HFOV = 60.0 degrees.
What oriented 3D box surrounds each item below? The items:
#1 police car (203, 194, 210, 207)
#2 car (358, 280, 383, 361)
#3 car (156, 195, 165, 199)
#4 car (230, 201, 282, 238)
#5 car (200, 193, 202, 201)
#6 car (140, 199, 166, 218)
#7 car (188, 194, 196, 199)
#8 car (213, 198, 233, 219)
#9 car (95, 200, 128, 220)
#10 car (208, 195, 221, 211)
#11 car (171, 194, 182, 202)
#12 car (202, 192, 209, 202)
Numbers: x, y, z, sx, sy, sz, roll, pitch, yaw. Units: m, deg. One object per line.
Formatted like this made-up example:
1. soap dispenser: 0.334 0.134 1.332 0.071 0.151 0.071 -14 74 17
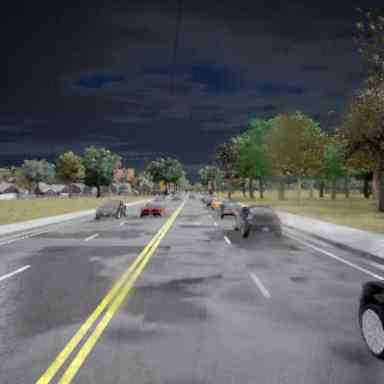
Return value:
1. police car: 3.246 1.412 50.697 2.038 1.542 4.974 0 0 0
2. car: 3.349 1.467 2.854 1.882 1.535 5.008 0 0 0
3. car: -6.506 1.411 68.739 1.812 1.442 4.674 0 0 0
4. car: 3.349 1.455 17.492 1.837 1.490 4.892 0 0 0
5. car: 3.244 1.454 72.700 1.994 1.385 4.181 0 0 0
6. car: -3.351 1.533 29.145 1.895 1.301 4.718 0 0 0
7. car: -0.008 1.248 92.256 2.128 1.511 4.902 0 0 0
8. car: 3.247 1.480 28.693 2.033 1.411 5.357 0 0 0
9. car: -6.600 1.439 27.588 1.837 1.490 4.892 0 0 0
10. car: 3.246 1.375 39.884 1.801 1.575 5.366 0 0 0
11. car: -3.256 1.235 70.573 2.097 1.767 4.553 0 0 0
12. car: 3.244 1.354 61.887 1.801 1.575 5.366 0 0 0
